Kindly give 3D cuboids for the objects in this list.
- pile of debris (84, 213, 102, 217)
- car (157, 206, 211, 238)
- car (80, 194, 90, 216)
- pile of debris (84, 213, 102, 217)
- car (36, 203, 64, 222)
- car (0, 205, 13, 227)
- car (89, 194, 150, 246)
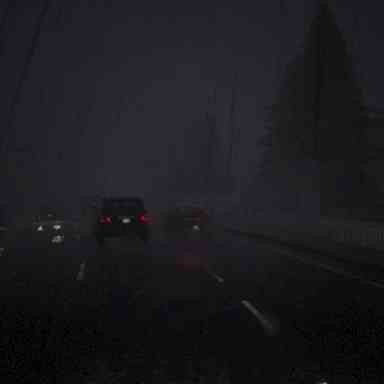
[{"bbox_3d":[-9.545,2.198,31.960,1.500,0.140,1.860,0,0,-21],"label":"pile of debris"},{"bbox_3d":[-0.556,1.478,17.798,2.128,1.511,4.902,0,0,-19],"label":"car"},{"bbox_3d":[-9.873,1.246,33.096,2.150,2.045,5.566,0,0,-21],"label":"car"},{"bbox_3d":[-9.545,2.198,31.960,1.500,0.140,1.860,0,0,-21],"label":"pile of debris"},{"bbox_3d":[-11.445,1.603,27.028,1.994,1.385,4.181,0,0,-20],"label":"car"},{"bbox_3d":[-13.648,1.620,22.851,1.994,1.385,4.181,0,0,-20],"label":"car"},{"bbox_3d":[-3.485,1.228,15.747,2.150,2.045,5.566,0,0,-19],"label":"car"}]
